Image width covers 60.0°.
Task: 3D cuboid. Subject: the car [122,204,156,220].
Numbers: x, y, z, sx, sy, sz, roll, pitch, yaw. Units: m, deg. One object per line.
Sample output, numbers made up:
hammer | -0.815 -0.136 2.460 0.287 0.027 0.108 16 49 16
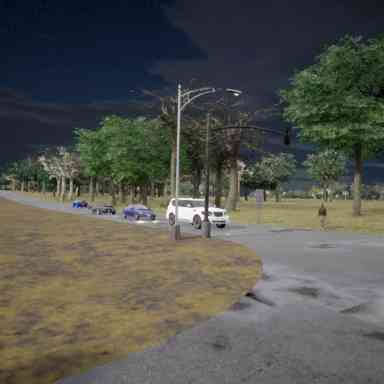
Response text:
car | -5.195 1.883 31.929 1.812 1.442 4.674 3 -2 -34

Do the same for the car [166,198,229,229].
car | 0.245 1.459 23.761 2.150 2.045 5.566 3 -2 -34

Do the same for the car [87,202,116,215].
car | -10.764 2.013 40.262 1.994 1.385 4.181 3 -2 -34

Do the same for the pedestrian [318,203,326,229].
pedestrian | 9.324 1.717 23.835 0.375 1.860 0.375 1 -1 -34

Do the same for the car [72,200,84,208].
car | -21.094 2.221 62.413 1.882 1.535 5.008 3 -2 -34

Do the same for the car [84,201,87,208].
car | -15.594 2.251 54.142 1.994 1.385 4.181 3 -2 -33
